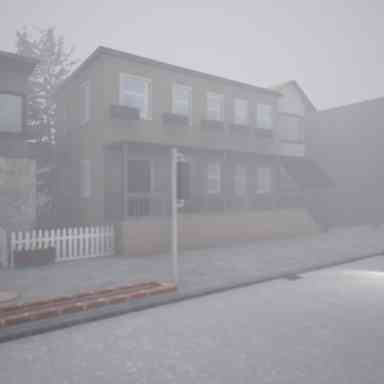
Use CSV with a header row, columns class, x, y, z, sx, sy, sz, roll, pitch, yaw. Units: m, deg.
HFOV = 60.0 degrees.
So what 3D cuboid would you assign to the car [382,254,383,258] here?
class,x,y,z,sx,sy,sz,roll,pitch,yaw
car,8.090,1.527,10.362,5.357,1.411,2.033,0,0,-35
